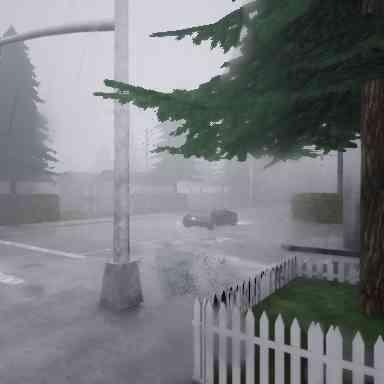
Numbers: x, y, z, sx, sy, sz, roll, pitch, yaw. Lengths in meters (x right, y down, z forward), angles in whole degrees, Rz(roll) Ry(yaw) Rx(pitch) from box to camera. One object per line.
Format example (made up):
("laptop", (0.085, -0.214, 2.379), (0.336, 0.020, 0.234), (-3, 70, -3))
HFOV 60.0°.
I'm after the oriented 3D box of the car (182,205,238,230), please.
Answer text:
("car", (1.233, 1.468, 20.691), (1.994, 1.385, 4.181), (1, 1, 35))
